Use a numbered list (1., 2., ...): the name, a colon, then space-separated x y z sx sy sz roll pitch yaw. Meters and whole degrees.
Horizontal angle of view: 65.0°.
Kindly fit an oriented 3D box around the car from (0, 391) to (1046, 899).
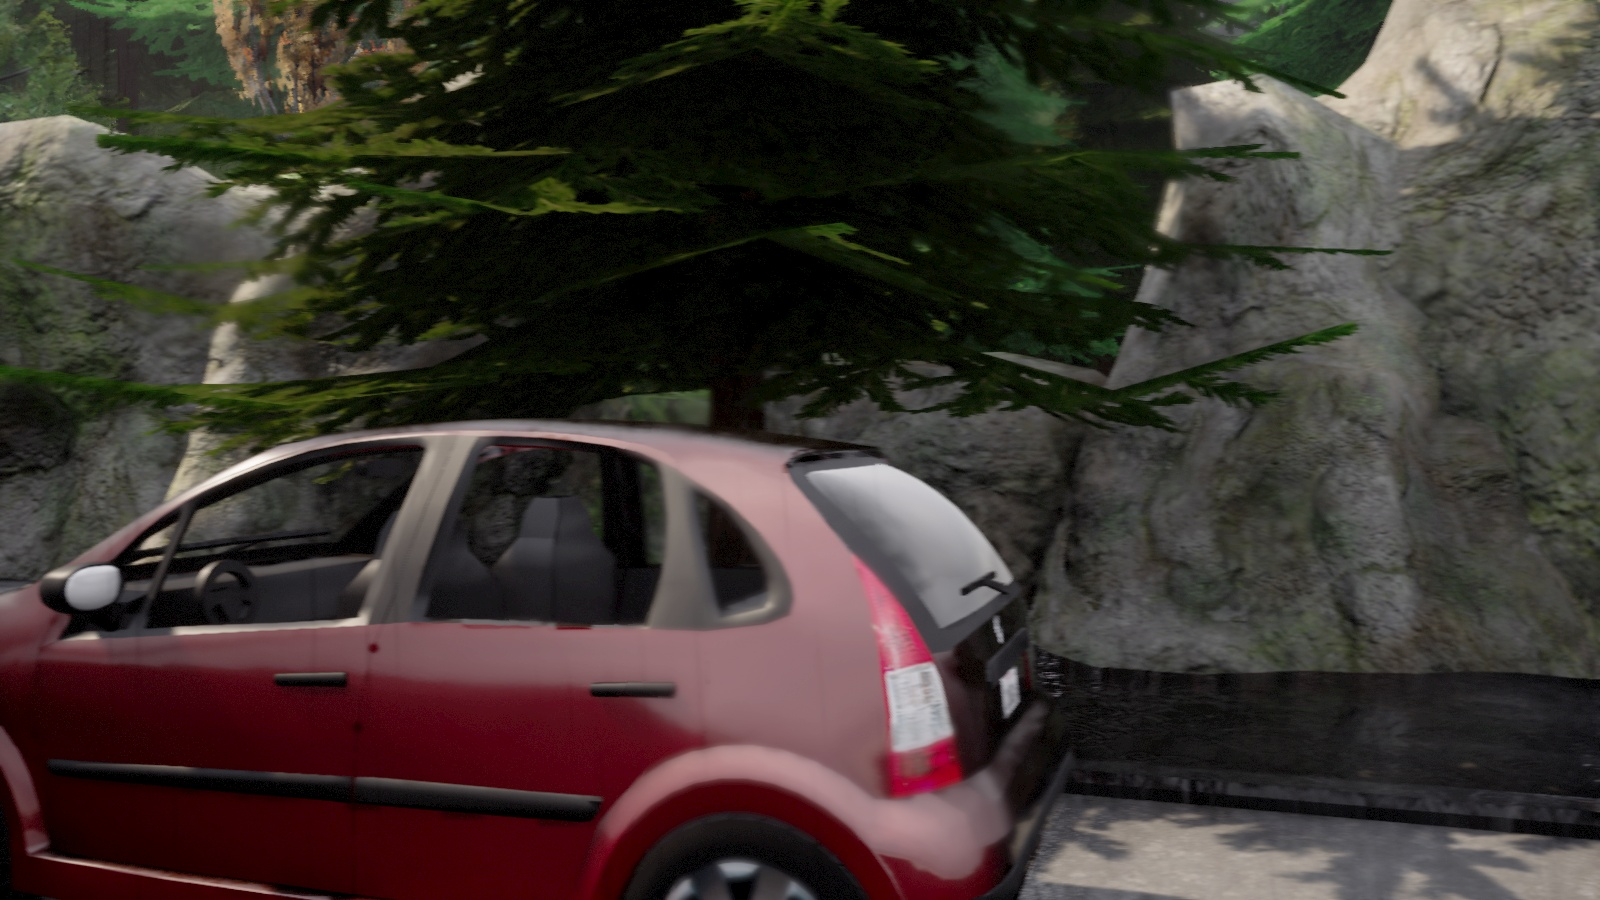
1. car: -1.329 0.653 4.167 3.988 1.617 1.851 1 1 19
